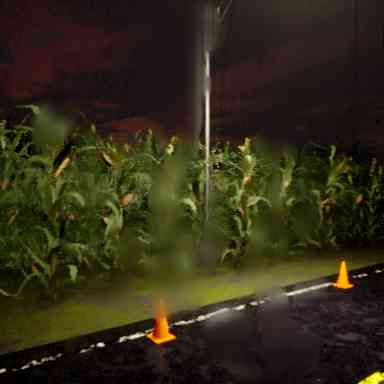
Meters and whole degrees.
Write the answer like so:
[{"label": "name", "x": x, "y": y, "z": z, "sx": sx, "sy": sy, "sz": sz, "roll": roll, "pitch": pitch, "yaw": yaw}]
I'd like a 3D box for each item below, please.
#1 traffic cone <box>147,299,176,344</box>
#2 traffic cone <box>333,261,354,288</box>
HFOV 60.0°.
[{"label": "traffic cone", "x": -0.475, "y": 1.957, "z": 5.154, "sx": 0.340, "sy": 0.580, "sz": 0.340, "roll": 0, "pitch": 0, "yaw": -35}, {"label": "traffic cone", "x": 3.653, "y": 1.966, "z": 8.024, "sx": 0.340, "sy": 0.580, "sz": 0.340, "roll": 0, "pitch": 0, "yaw": -35}]
